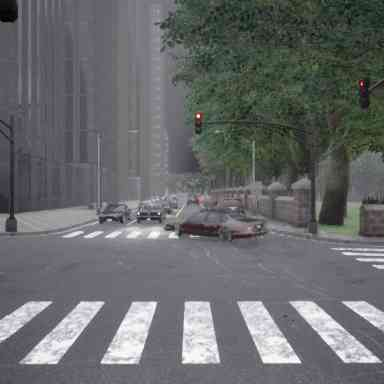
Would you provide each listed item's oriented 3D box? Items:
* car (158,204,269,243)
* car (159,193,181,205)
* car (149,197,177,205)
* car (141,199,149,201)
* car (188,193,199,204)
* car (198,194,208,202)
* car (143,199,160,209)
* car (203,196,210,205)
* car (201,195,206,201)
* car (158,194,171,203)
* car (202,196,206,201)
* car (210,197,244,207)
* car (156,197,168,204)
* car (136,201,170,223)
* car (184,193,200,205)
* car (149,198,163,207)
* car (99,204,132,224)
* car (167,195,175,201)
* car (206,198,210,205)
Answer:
[{"bbox_3d":[1.081,1.577,16.480,5.357,1.411,2.033,0,1,40],"label":"car"},{"bbox_3d":[-3.006,1.385,45.752,2.097,1.767,4.553,0,0,0],"label":"car"},{"bbox_3d":[-3.030,1.569,35.476,2.033,1.411,5.357,0,0,1],"label":"car"},{"bbox_3d":[-5.688,1.579,41.587,2.008,1.369,4.403,0,0,0],"label":"car"},{"bbox_3d":[0.220,1.280,68.274,2.150,2.045,5.566,0,0,0],"label":"car"},{"bbox_3d":[2.524,1.424,75.837,2.097,1.767,4.553,0,0,0],"label":"car"},{"bbox_3d":[-5.678,1.616,47.045,1.802,1.307,4.206,0,0,0],"label":"car"},{"bbox_3d":[2.838,1.579,41.579,2.008,1.369,4.403,0,0,0],"label":"car"},{"bbox_3d":[2.857,1.481,52.493,1.967,1.590,4.097,0,0,0],"label":"car"},{"bbox_3d":[-5.638,1.374,68.873,2.192,1.841,5.009,0,0,0],"label":"car"},{"bbox_3d":[2.847,1.585,47.036,2.008,1.369,4.403,0,0,0],"label":"car"},{"bbox_3d":[2.808,1.326,25.211,2.192,1.841,5.009,0,0,0],"label":"car"},{"bbox_3d":[-5.648,1.635,63.416,1.802,1.307,4.206,0,0,0],"label":"car"},{"bbox_3d":[-3.053,1.612,25.659,1.895,1.301,4.718,0,0,0],"label":"car"},{"bbox_3d":[0.204,1.399,58.354,2.097,1.767,4.553,0,0,0],"label":"car"},{"bbox_3d":[-5.668,1.622,52.502,1.802,1.307,4.206,0,0,0],"label":"car"},{"bbox_3d":[-5.717,1.576,25.217,1.947,1.339,4.313,0,0,0],"label":"car"},{"bbox_3d":[-5.599,1.533,90.701,1.967,1.590,4.097,0,0,0],"label":"car"},{"bbox_3d":[2.828,1.588,36.123,1.947,1.339,4.313,0,0,0],"label":"car"}]
